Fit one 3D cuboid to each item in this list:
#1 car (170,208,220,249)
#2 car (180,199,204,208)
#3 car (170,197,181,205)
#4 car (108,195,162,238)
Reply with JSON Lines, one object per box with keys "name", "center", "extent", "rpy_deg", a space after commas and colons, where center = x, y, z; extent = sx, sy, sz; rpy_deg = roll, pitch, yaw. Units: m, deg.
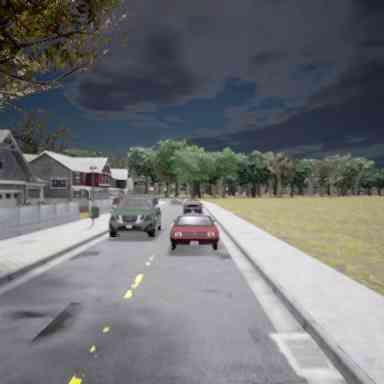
{"name": "car", "center": [0.095, 1.597, 14.506], "extent": [1.895, 1.301, 4.718], "rpy_deg": [0, 0, 0]}
{"name": "car", "center": [0.088, 1.497, 32.329], "extent": [1.837, 1.490, 4.892], "rpy_deg": [0, 0, 0]}
{"name": "car", "center": [-2.848, 1.583, 59.433], "extent": [1.895, 1.301, 4.718], "rpy_deg": [0, 0, 0]}
{"name": "car", "center": [-2.857, 1.218, 17.871], "extent": [2.150, 2.045, 5.566], "rpy_deg": [0, 0, 0]}
